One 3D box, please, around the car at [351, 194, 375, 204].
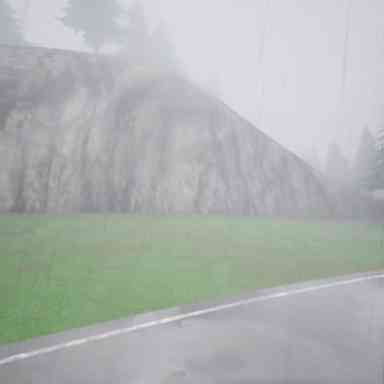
[{"bbox_3d":[33.784,1.503,65.783,2.150,2.045,5.566,1,0,-3],"label":"car"}]
